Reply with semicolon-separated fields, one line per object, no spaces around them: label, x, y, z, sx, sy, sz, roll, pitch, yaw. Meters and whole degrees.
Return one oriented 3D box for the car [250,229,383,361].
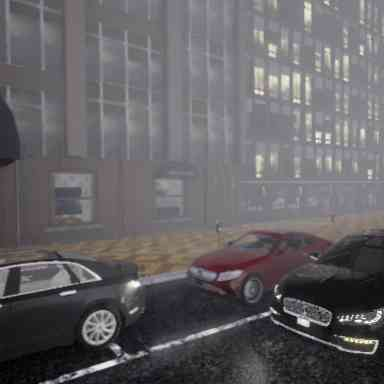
car;3.464;1.469;5.836;4.892;1.490;1.837;0;0;-35

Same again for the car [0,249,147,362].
car;-2.778;1.549;4.588;4.403;1.369;2.008;0;0;-35

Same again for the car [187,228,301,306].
car;1.855;1.547;7.881;4.206;1.307;1.802;0;0;-35
